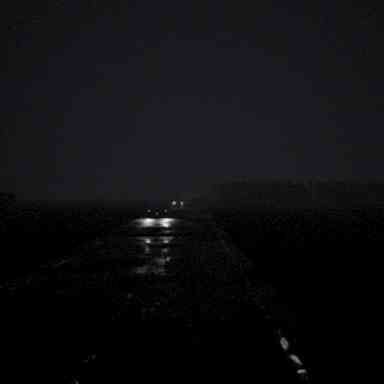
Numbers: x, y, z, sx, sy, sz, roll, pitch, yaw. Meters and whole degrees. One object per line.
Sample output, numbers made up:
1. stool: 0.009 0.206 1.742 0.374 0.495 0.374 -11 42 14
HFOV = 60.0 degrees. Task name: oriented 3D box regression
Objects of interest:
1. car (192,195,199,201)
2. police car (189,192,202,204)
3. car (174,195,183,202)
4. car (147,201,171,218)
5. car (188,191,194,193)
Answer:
1. car: 0.792 1.364 78.214 1.812 1.442 4.674 0 0 0
2. police car: 0.799 1.322 62.325 1.930 1.638 5.238 0 0 0
3. car: -2.779 1.369 70.230 1.837 1.490 4.892 0 0 0
4. car: -2.860 1.500 29.527 1.812 1.442 4.674 0 0 0
5. car: -0.039 1.210 95.447 1.895 1.301 4.718 0 0 0
